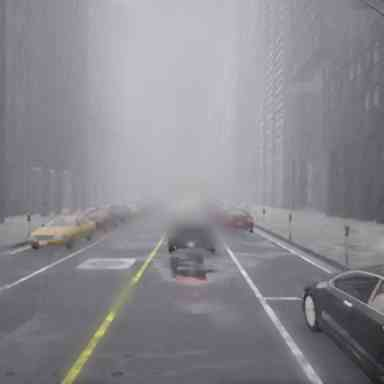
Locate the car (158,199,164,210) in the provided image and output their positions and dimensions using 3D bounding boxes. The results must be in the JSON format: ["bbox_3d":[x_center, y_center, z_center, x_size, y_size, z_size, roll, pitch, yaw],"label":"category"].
[{"bbox_3d":[-5.755,2.042,49.257,1.947,1.339,4.313,0,-1,0],"label":"car"}]

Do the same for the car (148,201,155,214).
[{"bbox_3d":[-5.757,1.929,37.984,1.947,1.339,4.313,0,-1,0],"label":"car"}]

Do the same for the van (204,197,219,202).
[{"bbox_3d":[2.769,1.760,43.638,1.690,1.788,3.998,0,-1,0],"label":"van"}]

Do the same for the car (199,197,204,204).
[{"bbox_3d":[2.772,2.144,60.544,2.008,1.369,4.403,0,-1,0],"label":"car"}]

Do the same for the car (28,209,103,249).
[{"bbox_3d":[-5.761,1.670,15.270,1.752,1.417,4.829,0,-1,0],"label":"car"}]

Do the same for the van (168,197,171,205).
[{"bbox_3d":[-5.753,1.993,66.168,1.690,1.788,3.998,0,-1,0],"label":"van"}]

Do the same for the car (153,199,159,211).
[{"bbox_3d":[-5.756,2.001,43.621,1.802,1.307,4.206,0,-1,0],"label":"car"}]

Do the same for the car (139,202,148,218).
[{"bbox_3d":[-5.758,1.831,32.179,1.752,1.417,4.829,0,-1,0],"label":"car"}]

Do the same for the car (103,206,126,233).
[{"bbox_3d":[-5.760,1.744,21.076,1.887,1.381,4.507,0,-1,0],"label":"car"}]

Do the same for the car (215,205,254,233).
[{"bbox_3d":[2.765,1.744,21.092,1.887,1.381,4.507,0,-1,0],"label":"car"}]

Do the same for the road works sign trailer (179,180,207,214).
[{"bbox_3d":[0.006,0.751,30.197,2.380,3.560,2.880,0,-1,0],"label":"road works sign trailer"}]

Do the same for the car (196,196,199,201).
[{"bbox_3d":[2.775,2.148,83.090,2.192,1.841,5.009,0,-1,0],"label":"car"}]

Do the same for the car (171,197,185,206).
[{"bbox_3d":[-2.987,2.297,70.936,1.895,1.301,4.718,0,-1,0],"label":"car"}]

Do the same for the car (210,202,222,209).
[{"bbox_3d":[2.766,1.798,26.728,1.887,1.381,4.507,0,-1,0],"label":"car"}]

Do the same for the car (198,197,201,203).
[{"bbox_3d":[2.774,2.257,71.816,1.887,1.381,4.507,0,-1,0],"label":"car"}]

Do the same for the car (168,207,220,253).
[{"bbox_3d":[0.006,1.643,14.304,1.837,1.490,4.892,0,0,0],"label":"car"}]

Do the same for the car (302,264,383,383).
[{"bbox_3d":[2.762,1.591,4.185,2.008,1.369,4.403,0,-1,0],"label":"car"}]

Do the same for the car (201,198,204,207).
[{"bbox_3d":[2.770,2.027,49.272,2.008,1.369,4.403,0,-1,0],"label":"car"}]

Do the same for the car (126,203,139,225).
[{"bbox_3d":[-5.759,1.819,26.712,1.947,1.339,4.313,0,-1,0],"label":"car"}]

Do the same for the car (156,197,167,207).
[{"bbox_3d":[-5.754,1.974,54.895,1.967,1.590,4.097,0,-1,0],"label":"car"}]

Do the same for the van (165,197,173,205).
[{"bbox_3d":[-5.750,2.174,83.076,1.690,1.788,3.998,0,-1,0],"label":"van"}]

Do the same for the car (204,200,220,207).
[{"bbox_3d":[2.768,1.914,38.000,2.008,1.369,4.403,0,-1,0],"label":"car"}]
